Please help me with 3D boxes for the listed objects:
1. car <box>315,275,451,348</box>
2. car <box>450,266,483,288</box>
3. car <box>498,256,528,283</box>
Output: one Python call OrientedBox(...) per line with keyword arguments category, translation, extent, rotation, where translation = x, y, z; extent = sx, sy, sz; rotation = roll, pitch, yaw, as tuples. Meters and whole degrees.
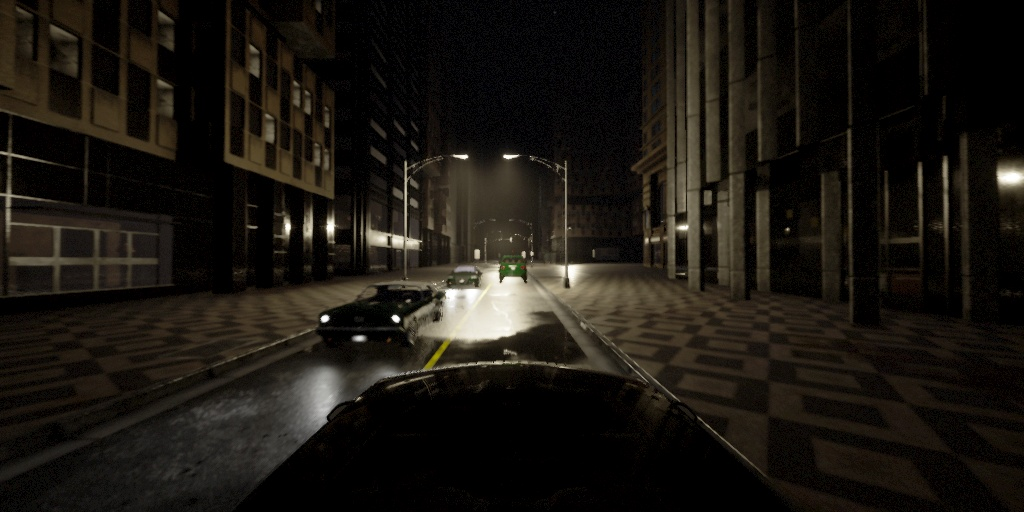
OrientedBox(category="car", translation=(-3.064, 1.354, 9.418), extent=(1.895, 1.301, 4.718), rotation=(0, 0, 0))
OrientedBox(category="car", translation=(-3.019, 1.322, 23.722), extent=(1.994, 1.385, 4.181), rotation=(0, 0, 1))
OrientedBox(category="car", translation=(0.086, 0.984, 28.655), extent=(2.150, 2.045, 5.566), rotation=(0, 0, 0))
